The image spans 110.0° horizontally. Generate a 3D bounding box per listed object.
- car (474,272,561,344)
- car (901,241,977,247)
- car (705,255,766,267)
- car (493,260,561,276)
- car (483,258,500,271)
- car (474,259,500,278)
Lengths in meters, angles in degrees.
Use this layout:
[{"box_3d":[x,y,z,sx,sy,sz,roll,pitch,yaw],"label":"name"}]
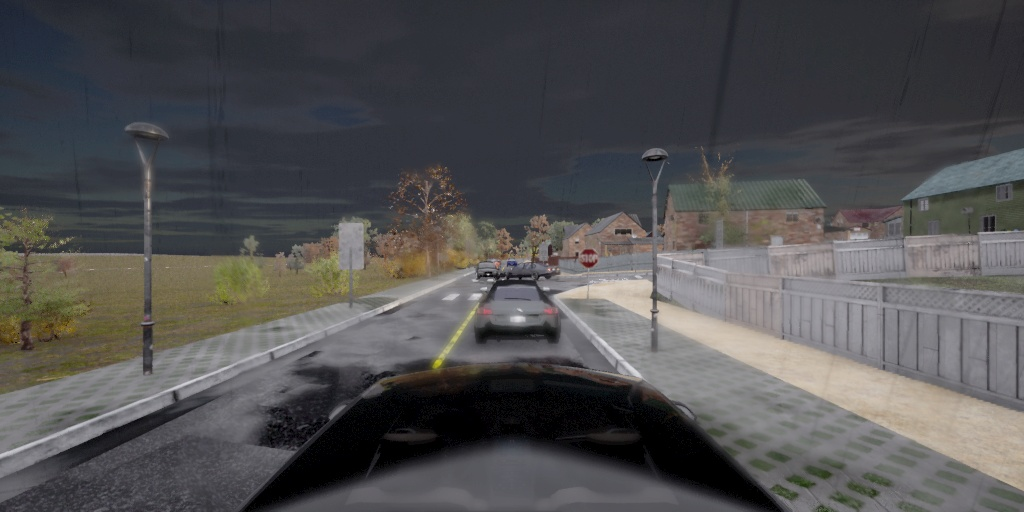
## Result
[{"box_3d":[0.101,1.313,9.606,1.994,1.385,4.181,0,0,-1],"label":"car"},{"box_3d":[23.885,-0.208,20.579,4.902,1.511,2.128,-3,0,14],"label":"car"},{"box_3d":[14.384,0.413,22.999,4.181,1.385,1.994,-3,0,16],"label":"car"},{"box_3d":[1.332,1.198,28.621,5.357,1.411,2.033,-4,-3,43],"label":"car"},{"box_3d":[-2.855,1.121,51.350,2.097,1.767,4.553,0,0,1],"label":"car"},{"box_3d":[-2.256,1.258,31.532,1.837,1.490,4.892,0,0,-8],"label":"car"}]
